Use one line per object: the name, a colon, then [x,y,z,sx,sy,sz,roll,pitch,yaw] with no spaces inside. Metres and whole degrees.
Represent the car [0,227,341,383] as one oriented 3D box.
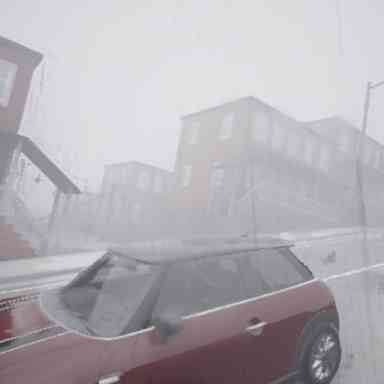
car: [-0.397,1.354,3.700,4.553,1.767,2.097,0,0,-35]
